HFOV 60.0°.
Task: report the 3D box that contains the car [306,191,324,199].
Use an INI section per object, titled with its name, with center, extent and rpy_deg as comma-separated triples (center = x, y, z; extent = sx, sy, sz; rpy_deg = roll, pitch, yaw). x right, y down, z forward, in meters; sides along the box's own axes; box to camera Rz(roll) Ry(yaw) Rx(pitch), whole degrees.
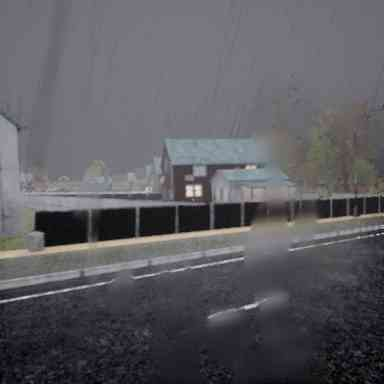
[car]
center = 19.162, 0.652, 53.612
extent = 1.882, 1.535, 5.008
rpy_deg = -2, 1, -14
